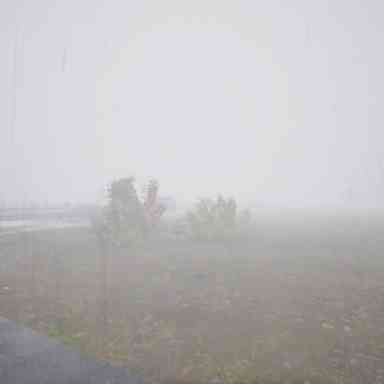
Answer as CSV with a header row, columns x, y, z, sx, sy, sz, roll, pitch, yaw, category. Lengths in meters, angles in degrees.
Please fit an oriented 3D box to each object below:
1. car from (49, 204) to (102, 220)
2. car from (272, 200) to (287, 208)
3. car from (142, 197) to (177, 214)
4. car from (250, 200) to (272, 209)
x,y,z,sx,sy,sz,roll,pitch,yaw,category
-10.320,1.789,30.865,2.033,1.411,5.357,-1,-1,36,car
15.903,2.148,61.128,1.812,1.442,4.674,-1,-1,36,car
-4.093,1.580,39.513,2.150,2.045,5.566,-1,-1,36,car
10.557,2.069,53.703,2.033,1.411,5.357,-1,-1,36,car
